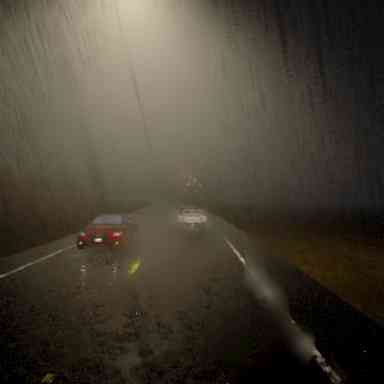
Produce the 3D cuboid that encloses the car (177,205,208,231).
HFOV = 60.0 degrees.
[{"bbox_3d":[-0.002,1.793,22.340,1.895,1.301,4.718,0,0,-1],"label":"car"}]

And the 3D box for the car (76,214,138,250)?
[{"bbox_3d":[-3.639,1.695,14.929,1.994,1.385,4.181,0,-1,0],"label":"car"}]

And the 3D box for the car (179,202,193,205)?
[{"bbox_3d":[-0.820,1.976,45.378,1.895,1.301,4.718,0,0,-3],"label":"car"}]
